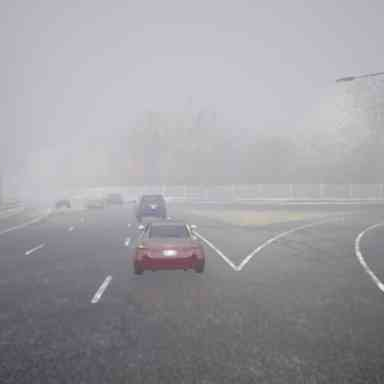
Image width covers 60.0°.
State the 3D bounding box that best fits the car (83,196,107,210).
[{"bbox_3d":[-12.448,1.520,42.356,1.994,1.385,4.181,0,0,-23],"label":"car"}]

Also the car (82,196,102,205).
[{"bbox_3d":[-18.238,1.486,60.639,2.033,1.411,5.357,0,0,-33],"label":"car"}]

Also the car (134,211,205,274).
[{"bbox_3d":[-0.769,1.545,10.626,1.994,1.385,4.181,0,0,-6],"label":"car"}]

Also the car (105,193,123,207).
[{"bbox_3d":[-11.899,1.161,49.379,2.150,2.045,5.566,0,0,-26],"label":"car"}]

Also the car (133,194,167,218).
[{"bbox_3d":[-3.402,1.180,26.266,2.150,2.045,5.566,0,0,-14],"label":"car"}]

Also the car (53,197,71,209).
[{"bbox_3d":[-17.777,1.472,45.579,1.837,1.490,4.892,0,0,-26],"label":"car"}]
